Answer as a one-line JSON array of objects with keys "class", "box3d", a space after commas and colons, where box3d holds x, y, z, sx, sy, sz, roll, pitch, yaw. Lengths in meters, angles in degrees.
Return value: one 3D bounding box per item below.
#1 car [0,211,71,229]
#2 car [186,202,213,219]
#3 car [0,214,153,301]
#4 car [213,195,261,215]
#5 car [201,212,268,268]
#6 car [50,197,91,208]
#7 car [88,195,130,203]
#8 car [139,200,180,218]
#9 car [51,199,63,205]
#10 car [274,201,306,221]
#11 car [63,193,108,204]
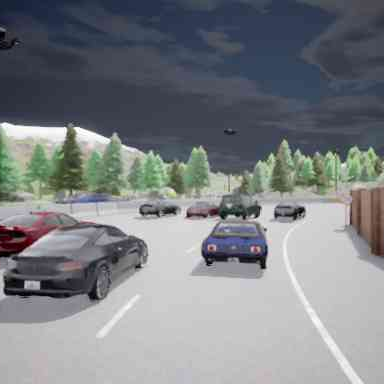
[{"class": "car", "box3d": [-5.332, 1.439, 12.191, 1.882, 1.535, 5.008, 0, 0, 11]}, {"class": "car", "box3d": [1.171, 1.558, 29.563, 1.994, 1.385, 4.181, 0, 0, 28]}, {"class": "car", "box3d": [-2.514, 1.506, 8.229, 1.812, 1.442, 4.674, 0, 0, 9]}, {"class": "car", "box3d": [4.095, 1.235, 27.791, 2.150, 2.045, 5.566, 0, 0, 28]}, {"class": "car", "box3d": [1.617, 1.606, 11.393, 1.895, 1.301, 4.718, 0, 0, 12]}, {"class": "car", "box3d": [-17.078, 1.421, 47.087, 2.033, 1.411, 5.357, 0, 0, 33]}, {"class": "car", "box3d": [-9.368, 1.416, 39.603, 2.128, 1.511, 4.902, 0, 0, 32]}, {"class": "car", "box3d": [-2.762, 1.462, 29.593, 2.128, 1.511, 4.902, 0, 0, 26]}, {"class": "car", "box3d": [-15.625, 1.485, 42.824, 1.895, 1.301, 4.718, 0, 0, 32]}, {"class": "car", "box3d": [8.335, 1.531, 28.078, 2.128, 1.511, 4.902, 0, 0, 30]}, {"class": "car", "box3d": [-12.535, 1.129, 41.171, 2.150, 2.045, 5.566, 0, 0, 32]}]
